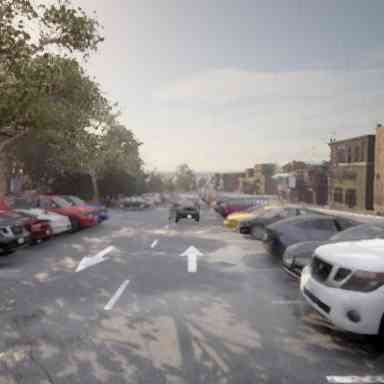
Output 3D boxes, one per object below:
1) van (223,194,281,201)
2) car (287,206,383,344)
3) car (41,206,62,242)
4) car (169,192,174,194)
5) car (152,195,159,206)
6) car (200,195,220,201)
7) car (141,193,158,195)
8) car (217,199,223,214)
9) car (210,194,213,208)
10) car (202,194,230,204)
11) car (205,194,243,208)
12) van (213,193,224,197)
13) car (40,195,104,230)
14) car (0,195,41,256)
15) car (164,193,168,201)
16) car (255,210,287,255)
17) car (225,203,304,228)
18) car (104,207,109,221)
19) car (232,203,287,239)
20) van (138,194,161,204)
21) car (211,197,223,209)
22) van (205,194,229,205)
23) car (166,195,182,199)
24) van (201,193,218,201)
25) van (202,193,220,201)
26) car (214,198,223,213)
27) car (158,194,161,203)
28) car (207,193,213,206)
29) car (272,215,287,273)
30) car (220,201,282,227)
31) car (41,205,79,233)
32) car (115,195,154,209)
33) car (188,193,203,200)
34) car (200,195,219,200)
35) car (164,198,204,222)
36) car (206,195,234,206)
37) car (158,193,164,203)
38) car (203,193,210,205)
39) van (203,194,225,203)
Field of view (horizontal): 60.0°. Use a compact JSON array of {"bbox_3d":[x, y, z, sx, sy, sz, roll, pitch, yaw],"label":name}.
[{"bbox_3d":[4.848,1.274,24.991,4.442,1.987,1.878,0,0,0],"label":"van"},{"bbox_3d":[4.713,1.225,5.371,5.566,2.045,2.435,0,0,0],"label":"car"},{"bbox_3d":[-8.337,1.478,13.584,5.008,1.535,2.097,0,0,0],"label":"car"},{"bbox_3d":[-8.356,1.317,88.679,5.566,2.045,2.435,0,0,0],"label":"car"},{"bbox_3d":[-8.178,1.561,49.814,5.366,1.575,1.946,0,0,0],"label":"car"},{"bbox_3d":[4.701,1.578,86.672,5.008,1.535,2.097,0,0,0],"label":"car"},{"bbox_3d":[-8.397,1.453,55.365,4.553,1.767,2.185,0,0,0],"label":"car"},{"bbox_3d":[4.758,1.536,27.794,4.792,1.488,2.163,0,0,0],"label":"car"},{"bbox_3d":[4.692,1.410,39.007,4.553,1.767,2.185,0,0,0],"label":"car"},{"bbox_3d":[4.735,1.356,67.041,5.566,2.045,2.435,0,0,0],"label":"car"},{"bbox_3d":[4.745,1.313,50.220,5.566,2.045,2.435,0,0,0],"label":"car"},{"bbox_3d":[4.841,1.302,36.204,4.442,1.987,1.878,0,0,0],"label":"van"},{"bbox_3d":[-8.316,1.235,19.153,5.566,2.045,2.435,0,0,0],"label":"car"},{"bbox_3d":[-8.313,1.224,10.798,5.566,2.045,2.435,0,0,0],"label":"car"},{"bbox_3d":[-8.402,1.362,69.245,5.566,2.045,2.435,0,0,0],"label":"car"},{"bbox_3d":[4.768,1.504,10.976,4.792,1.488,2.163,0,0,0],"label":"car"},{"bbox_3d":[4.703,1.522,22.187,4.792,1.488,2.163,0,0,0],"label":"car"},{"bbox_3d":[-8.319,1.242,21.815,5.566,2.045,2.435,0,0,0],"label":"car"},{"bbox_3d":[4.741,1.479,16.584,5.008,1.535,2.097,0,0,0],"label":"car"},{"bbox_3d":[-8.489,1.381,66.468,4.442,1.987,1.878,0,0,0],"label":"van"},{"bbox_3d":[4.731,1.521,33.400,5.008,1.535,2.097,0,0,0],"label":"car"},{"bbox_3d":[4.594,1.367,61.433,4.442,1.987,1.878,0,0,0],"label":"van"},{"bbox_3d":[-3.307,1.718,63.112,1.895,1.301,4.718,0,0,1],"label":"car"},{"bbox_3d":[4.578,1.337,89.474,4.442,1.987,1.878,0,0,0],"label":"van"},{"bbox_3d":[4.814,1.366,83.864,4.442,1.987,1.878,0,0,0],"label":"van"},{"bbox_3d":[4.757,1.544,30.597,4.792,1.488,2.163,0,0,0],"label":"car"},{"bbox_3d":[-8.339,1.615,58.142,4.792,1.488,2.163,0,0,0],"label":"car"},{"bbox_3d":[4.751,1.424,44.614,4.553,1.767,2.185,0,0,0],"label":"car"},{"bbox_3d":[4.745,1.475,8.178,4.892,1.521,2.231,0,0,0],"label":"car"},{"bbox_3d":[4.549,1.482,19.384,5.366,1.575,1.946,0,0,0],"label":"car"},{"bbox_3d":[-8.341,1.521,16.245,4.674,1.452,2.002,0,0,0],"label":"car"},{"bbox_3d":[-8.367,1.558,47.038,4.892,1.521,2.231,0,0,0],"label":"car"},{"bbox_3d":[0.074,1.421,44.456,2.097,1.767,4.553,0,0,0],"label":"car"},{"bbox_3d":[4.877,1.530,95.082,5.366,1.575,1.946,0,0,0],"label":"car"},{"bbox_3d":[-0.745,1.529,26.516,1.837,1.490,4.892,1,0,-13],"label":"car"},{"bbox_3d":[4.682,1.453,55.827,4.553,1.767,2.185,0,0,0],"label":"car"},{"bbox_3d":[-8.398,1.341,60.918,5.566,2.045,2.435,0,0,0],"label":"car"},{"bbox_3d":[4.747,1.306,47.417,5.566,2.045,2.435,0,0,0],"label":"car"},{"bbox_3d":[4.589,1.388,69.841,4.442,1.987,1.878,0,0,0],"label":"van"}]
